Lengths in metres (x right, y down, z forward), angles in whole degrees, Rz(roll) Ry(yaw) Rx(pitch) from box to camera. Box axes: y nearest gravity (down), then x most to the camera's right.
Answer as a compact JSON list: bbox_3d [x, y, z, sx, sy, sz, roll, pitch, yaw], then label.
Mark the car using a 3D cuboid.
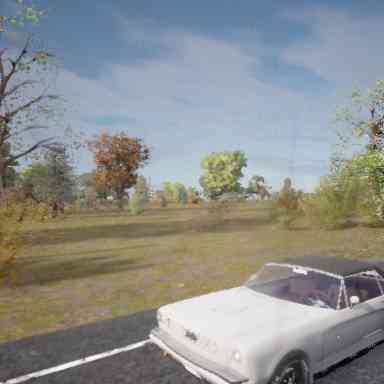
[{"bbox_3d":[1.777,1.766,5.165,4.718,1.301,1.895,0,-3,-36],"label":"car"}]
